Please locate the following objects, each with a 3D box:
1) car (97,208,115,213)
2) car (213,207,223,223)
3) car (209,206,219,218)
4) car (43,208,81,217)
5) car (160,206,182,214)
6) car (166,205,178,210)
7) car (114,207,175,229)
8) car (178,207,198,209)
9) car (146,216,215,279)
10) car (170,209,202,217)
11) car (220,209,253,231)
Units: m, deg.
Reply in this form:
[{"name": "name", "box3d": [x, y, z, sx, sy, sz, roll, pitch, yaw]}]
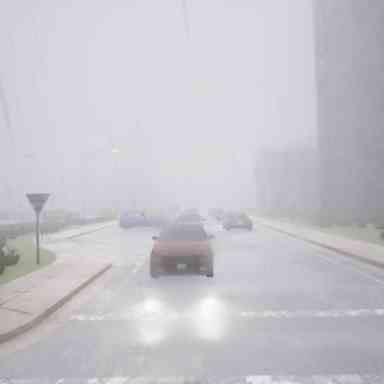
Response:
[{"name": "car", "box3d": [-17.093, 3.934, 66.655, 3.905, 1.438, 1.784, -1, -2, 1]}, {"name": "car", "box3d": [3.650, 2.612, 36.354, 1.895, 1.301, 4.718, -1, -2, 1]}, {"name": "car", "box3d": [3.701, 2.858, 45.899, 1.994, 1.385, 4.181, -1, -2, 2]}, {"name": "car", "box3d": [-17.253, 3.057, 44.192, 4.605, 1.855, 1.932, -1, -2, 1]}, {"name": "car", "box3d": [-4.215, 3.640, 67.665, 4.193, 1.474, 1.816, -1, -2, 1]}, {"name": "car", "box3d": [-3.853, 3.036, 54.188, 3.866, 1.878, 1.905, -1, -2, 1]}, {"name": "car", "box3d": [-4.209, 2.490, 29.990, 4.611, 1.667, 2.242, -1, -2, 1]}, {"name": "car", "box3d": [-0.032, 2.433, 35.725, 2.097, 1.767, 4.553, -1, -2, 1]}, {"name": "car", "box3d": [-0.262, 1.843, 11.597, 1.882, 1.535, 5.008, -1, -2, 1]}, {"name": "car", "box3d": [-0.167, 2.151, 21.997, 1.882, 1.535, 5.008, -1, -2, 1]}, {"name": "car", "box3d": [3.565, 2.279, 26.364, 1.994, 1.385, 4.181, -1, -2, 1]}]
